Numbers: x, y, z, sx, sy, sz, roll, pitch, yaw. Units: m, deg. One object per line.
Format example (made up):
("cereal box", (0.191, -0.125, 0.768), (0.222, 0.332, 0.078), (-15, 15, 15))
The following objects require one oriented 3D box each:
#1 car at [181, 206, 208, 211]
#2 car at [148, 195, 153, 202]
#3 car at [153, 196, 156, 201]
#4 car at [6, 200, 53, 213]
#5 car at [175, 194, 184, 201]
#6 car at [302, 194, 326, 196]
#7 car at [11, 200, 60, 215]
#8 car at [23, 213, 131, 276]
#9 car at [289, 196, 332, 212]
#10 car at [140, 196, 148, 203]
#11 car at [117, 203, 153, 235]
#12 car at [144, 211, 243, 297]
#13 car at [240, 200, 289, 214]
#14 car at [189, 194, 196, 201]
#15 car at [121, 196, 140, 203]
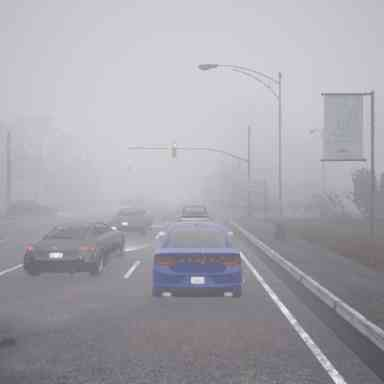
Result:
("car", (0.127, 1.491, 18.110), (2.128, 1.511, 4.902), (0, 0, 0))
("car", (-10.389, 1.524, 74.392), (1.812, 1.442, 4.674), (0, 0, 0))
("car", (-10.374, 1.549, 84.418), (1.994, 1.385, 4.181), (0, 0, 0))
("car", (-17.738, 1.564, 36.447), (4.181, 1.385, 1.994), (0, 0, 3))
("car", (-3.372, 1.349, 85.969), (2.097, 1.767, 4.553), (0, 0, 0))
("car", (14.784, 1.221, 41.791), (5.566, 2.045, 2.150), (0, 0, 2))
("car", (-15.485, 1.525, 32.811), (4.674, 1.442, 1.812), (0, 0, 3))
("car", (-3.395, 1.564, 10.385), (1.994, 1.385, 4.181), (0, 0, 1))
("car", (14.071, 1.478, 38.306), (5.008, 1.535, 1.882), (0, 0, 3))
("car", (-10.429, 1.564, 64.788), (1.994, 1.385, 4.181), (0, 0, 2))
("car", (-3.373, 1.564, 18.768), (1.994, 1.385, 4.181), (0, 0, 0))
("car", (0.112, 1.478, 8.611), (1.882, 1.535, 5.008), (0, 0, 0))
("car", (7.360, 1.525, 34.989), (4.674, 1.442, 1.812), (0, 0, 3))
("car", (0.127, 1.533, 85.577), (2.033, 1.411, 5.357), (0, 0, 0))
("car", (-10.503, 1.491, 55.436), (2.128, 1.511, 4.902), (0, 0, 0))
